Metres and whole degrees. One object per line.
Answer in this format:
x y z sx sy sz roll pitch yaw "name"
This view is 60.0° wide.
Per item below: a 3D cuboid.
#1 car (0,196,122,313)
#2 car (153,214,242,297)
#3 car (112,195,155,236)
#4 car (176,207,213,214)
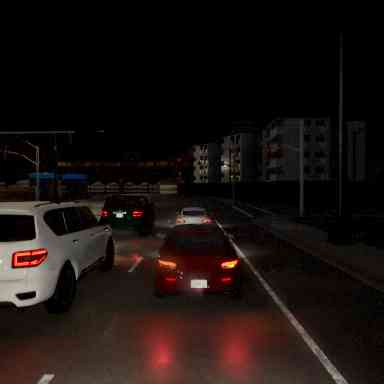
-3.385 1.218 7.780 2.150 2.045 5.566 0 0 0 "car"
0.118 1.521 8.423 1.812 1.442 4.674 0 0 0 "car"
-3.355 1.179 18.139 2.150 2.045 5.566 0 0 0 "car"
0.112 1.490 17.510 1.812 1.442 4.674 0 0 1 "car"
